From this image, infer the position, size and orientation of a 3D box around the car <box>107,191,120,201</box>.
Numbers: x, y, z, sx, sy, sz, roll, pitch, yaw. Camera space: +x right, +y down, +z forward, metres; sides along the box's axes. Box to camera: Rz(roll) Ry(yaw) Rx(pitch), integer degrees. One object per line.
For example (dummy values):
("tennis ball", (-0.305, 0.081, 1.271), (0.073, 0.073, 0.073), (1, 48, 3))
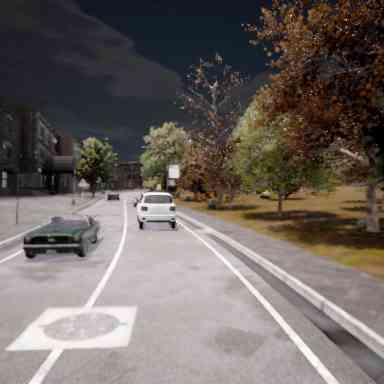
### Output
("car", (-12.599, 0.649, 53.552), (1.882, 1.535, 5.008), (1, 1, -11))

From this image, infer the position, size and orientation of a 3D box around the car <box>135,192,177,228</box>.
("car", (-2.288, 1.038, 20.818), (2.150, 2.045, 5.566), (1, 1, -10))

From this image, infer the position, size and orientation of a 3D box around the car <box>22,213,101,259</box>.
("car", (-4.636, 1.512, 12.447), (1.895, 1.301, 4.718), (0, 1, -8))

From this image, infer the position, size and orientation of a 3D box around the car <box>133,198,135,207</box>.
("car", (-5.919, 1.089, 39.068), (1.895, 1.301, 4.718), (1, 1, -11))
